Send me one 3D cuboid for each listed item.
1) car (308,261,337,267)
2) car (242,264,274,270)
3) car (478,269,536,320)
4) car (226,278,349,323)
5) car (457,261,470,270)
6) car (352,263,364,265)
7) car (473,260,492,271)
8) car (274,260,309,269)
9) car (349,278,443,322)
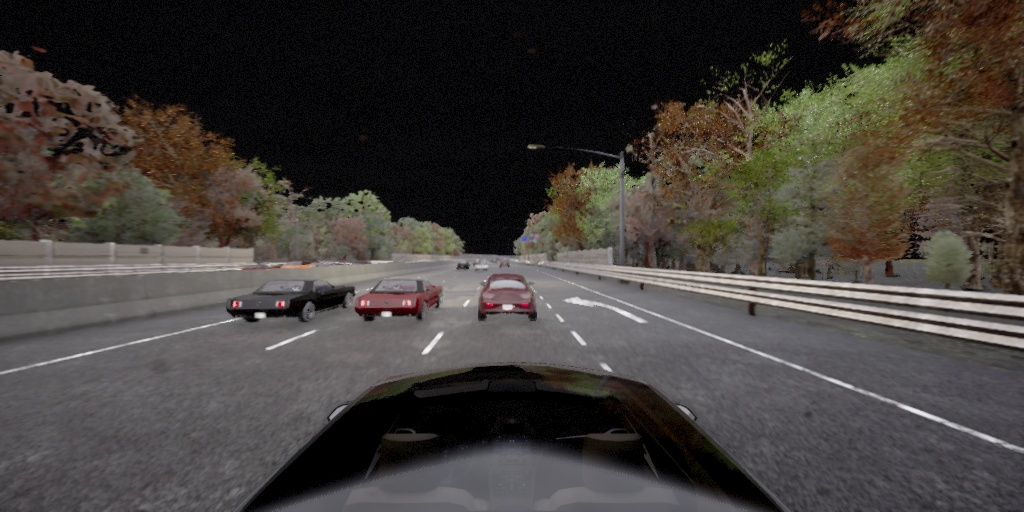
[{"bbox_3d":[-21.891,1.540,42.800,1.994,1.385,4.181,0,0,-1],"label":"car"},{"bbox_3d":[-28.861,1.564,41.561,1.895,1.301,4.718,0,0,-1],"label":"car"},{"bbox_3d":[-0.180,1.341,12.786,1.812,1.442,4.674,0,0,-1],"label":"car"},{"bbox_3d":[-7.173,1.408,12.380,1.895,1.301,4.718,0,0,-1],"label":"car"},{"bbox_3d":[-8.242,1.574,61.613,1.882,1.535,5.008,0,0,-1],"label":"car"},{"bbox_3d":[-18.392,1.542,42.880,1.994,1.385,4.181,0,0,-1],"label":"car"},{"bbox_3d":[-4.609,1.665,55.746,1.895,1.301,4.718,0,0,-1],"label":"car"},{"bbox_3d":[-25.384,1.324,42.542,2.097,1.767,4.553,0,0,-1],"label":"car"},{"bbox_3d":[-3.679,1.412,12.615,1.895,1.301,4.718,0,0,-1],"label":"car"}]
